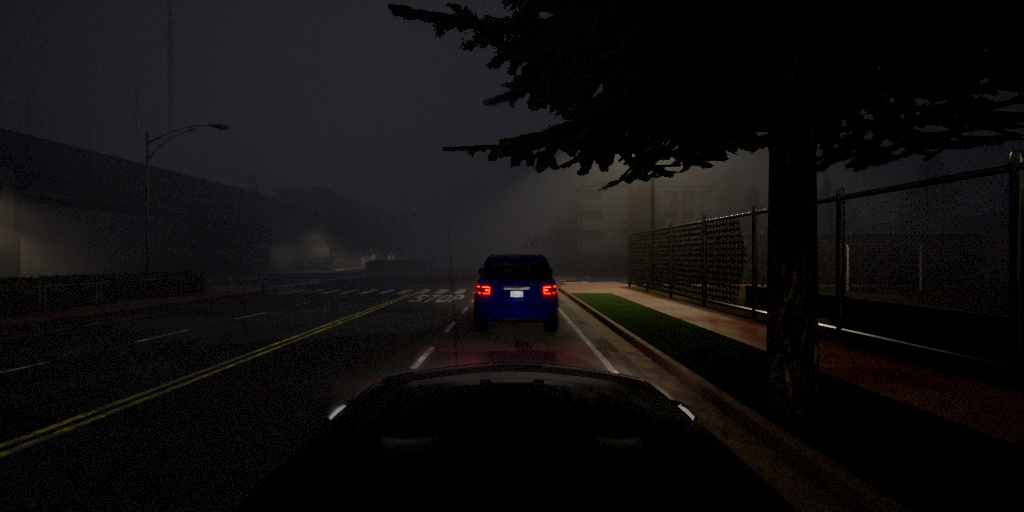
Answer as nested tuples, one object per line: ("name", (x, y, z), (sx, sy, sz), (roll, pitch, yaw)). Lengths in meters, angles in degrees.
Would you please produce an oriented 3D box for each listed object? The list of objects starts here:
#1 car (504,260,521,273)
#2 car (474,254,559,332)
("car", (0.023, 1.241, 45.798), (2.128, 1.511, 4.902), (0, 0, 0))
("car", (0.115, 0.972, 10.977), (2.150, 2.045, 5.566), (0, 0, 0))
